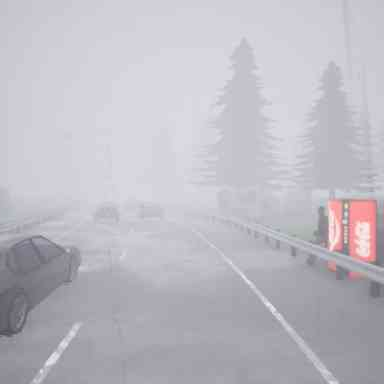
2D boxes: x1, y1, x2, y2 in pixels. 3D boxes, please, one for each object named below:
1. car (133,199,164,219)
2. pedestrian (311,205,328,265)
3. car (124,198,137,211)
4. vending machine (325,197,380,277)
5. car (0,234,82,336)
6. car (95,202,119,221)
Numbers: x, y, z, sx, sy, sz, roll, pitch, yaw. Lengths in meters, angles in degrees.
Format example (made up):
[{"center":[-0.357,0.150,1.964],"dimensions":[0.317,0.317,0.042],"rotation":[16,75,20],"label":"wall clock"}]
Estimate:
[{"center":[-3.735,1.586,28.938],"dimensions":[1.895,1.301,4.718],"rotation":[0,0,-14],"label":"car"},{"center":[3.907,1.289,9.949],"dimensions":[0.375,1.860,0.375],"rotation":[0,0,-5],"label":"pedestrian"},{"center":[-7.288,1.505,41.033],"dimensions":[1.812,1.442,4.674],"rotation":[0,0,-18],"label":"car"},{"center":[4.428,1.191,9.250],"dimensions":[1.100,2.100,0.880],"rotation":[0,0,-5],"label":"vending machine"},{"center":[-3.720,1.544,6.544],"dimensions":[2.033,1.411,5.357],"rotation":[0,0,-4],"label":"car"},{"center":[-6.934,1.512,27.155],"dimensions":[1.812,1.442,4.674],"rotation":[0,0,-13],"label":"car"}]
